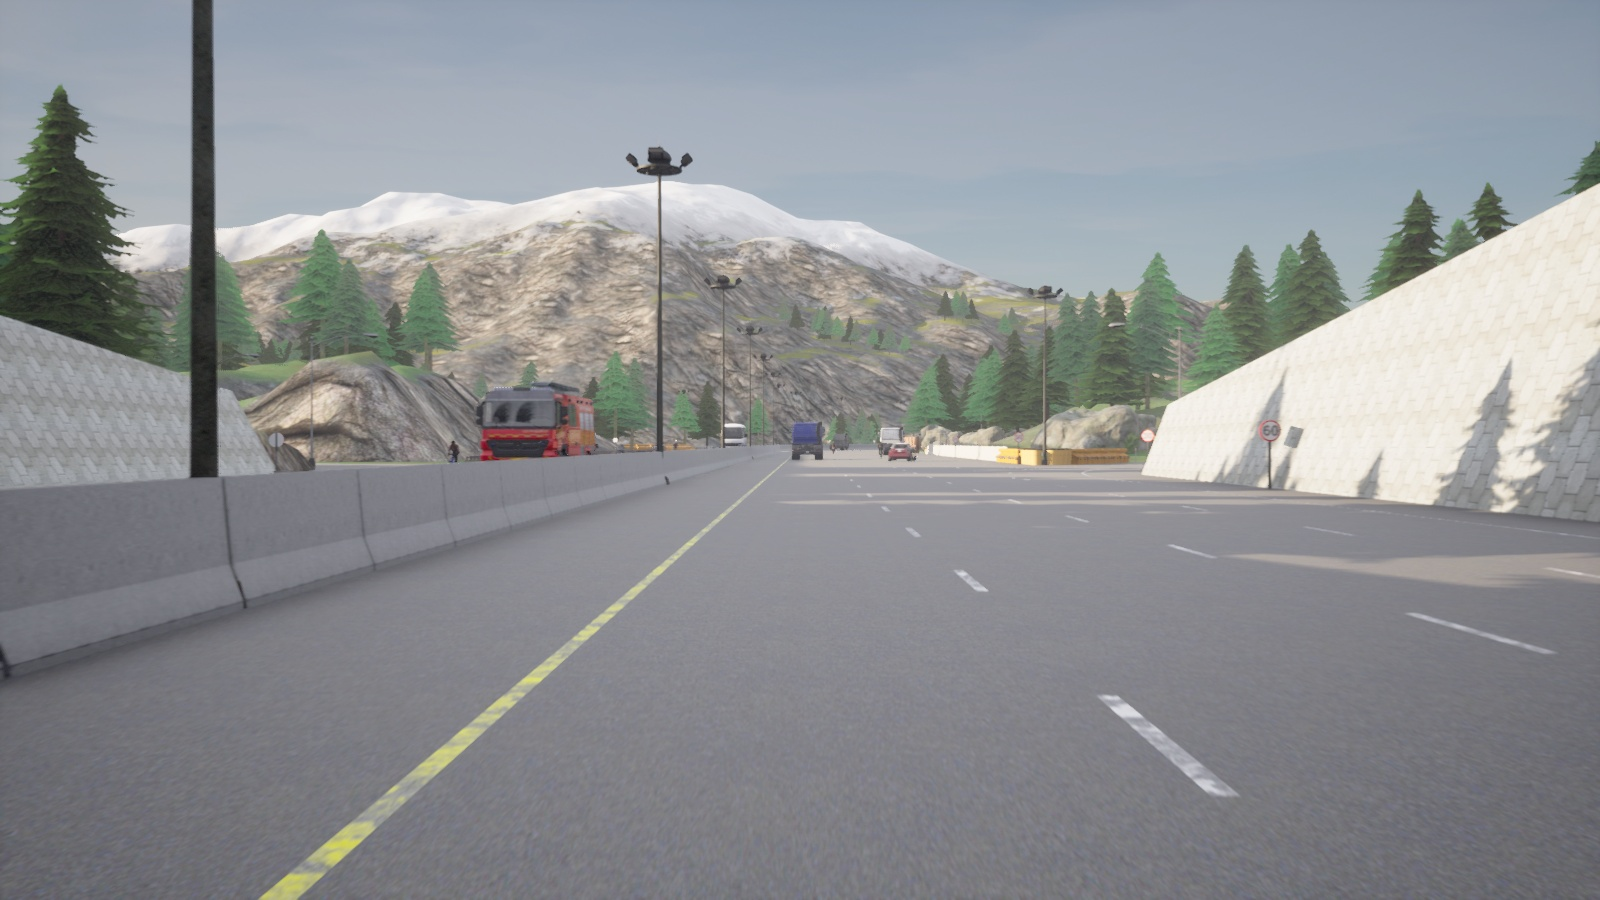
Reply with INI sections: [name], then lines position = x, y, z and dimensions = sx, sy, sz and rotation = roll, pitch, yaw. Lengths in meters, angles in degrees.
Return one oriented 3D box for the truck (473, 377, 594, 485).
[truck]
position = -10.205, -0.703, 49.124
dimensions = 2.891, 3.827, 8.468
rotation = 0, 0, 0
